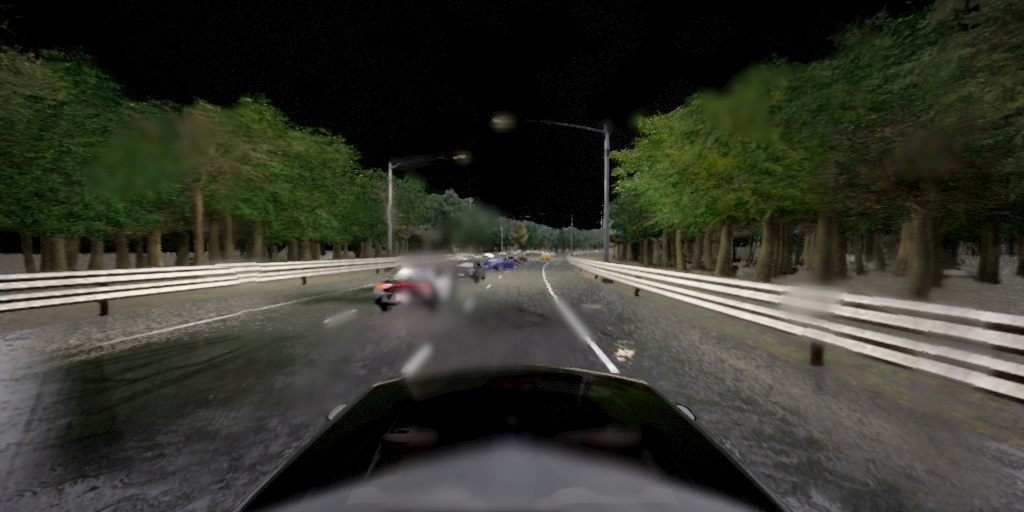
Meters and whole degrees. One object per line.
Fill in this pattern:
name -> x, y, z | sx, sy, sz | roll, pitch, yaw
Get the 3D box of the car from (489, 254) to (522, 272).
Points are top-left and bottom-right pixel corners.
car -> -1.198, 0.818, 36.560 | 1.812, 1.442, 4.674 | 1, 1, 31

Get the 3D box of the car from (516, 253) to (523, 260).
car -> 0.105, 0.459, 56.887 | 1.837, 1.490, 4.892 | 0, 1, 8

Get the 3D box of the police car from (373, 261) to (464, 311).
police car -> -3.369, 1.099, 13.618 | 2.038, 1.542, 4.974 | 0, 1, 2

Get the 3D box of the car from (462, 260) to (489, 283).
car -> -2.935, 0.993, 24.466 | 1.812, 1.442, 4.674 | 0, 1, 3
